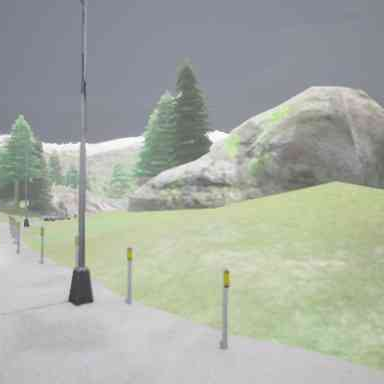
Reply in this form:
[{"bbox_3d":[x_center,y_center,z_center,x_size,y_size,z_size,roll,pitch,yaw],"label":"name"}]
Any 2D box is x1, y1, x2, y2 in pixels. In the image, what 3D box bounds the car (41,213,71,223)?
[{"bbox_3d":[-19.075,3.673,46.948,1.895,1.301,4.718,1,-5,9],"label":"car"}]
